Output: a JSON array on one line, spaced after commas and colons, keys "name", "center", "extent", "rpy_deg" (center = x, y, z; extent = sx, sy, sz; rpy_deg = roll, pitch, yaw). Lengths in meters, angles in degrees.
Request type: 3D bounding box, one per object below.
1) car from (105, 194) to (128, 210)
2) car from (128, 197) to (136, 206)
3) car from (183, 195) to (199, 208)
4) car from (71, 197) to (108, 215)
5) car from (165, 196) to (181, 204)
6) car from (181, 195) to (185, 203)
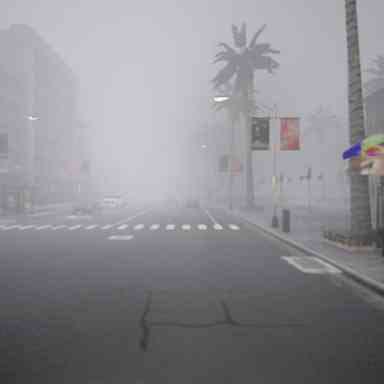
[{"name": "car", "center": [-10.540, 1.249, 44.218], "extent": [2.150, 2.045, 5.566], "rpy_deg": [0, 0, 0]}, {"name": "car", "center": [-10.535, 1.511, 54.670], "extent": [1.882, 1.535, 5.008], "rpy_deg": [0, 0, 0]}, {"name": "car", "center": [0.069, 1.594, 48.462], "extent": [1.994, 1.385, 4.181], "rpy_deg": [0, 0, 0]}, {"name": "car", "center": [-10.561, 1.568, 33.970], "extent": [2.033, 1.411, 5.357], "rpy_deg": [0, 0, 1]}, {"name": "car", "center": [-3.701, 1.603, 63.252], "extent": [1.994, 1.385, 4.181], "rpy_deg": [0, 0, -4]}, {"name": "car", "center": [-1.378, 1.401, 72.523], "extent": [2.097, 1.767, 4.553], "rpy_deg": [0, 0, -12]}]
